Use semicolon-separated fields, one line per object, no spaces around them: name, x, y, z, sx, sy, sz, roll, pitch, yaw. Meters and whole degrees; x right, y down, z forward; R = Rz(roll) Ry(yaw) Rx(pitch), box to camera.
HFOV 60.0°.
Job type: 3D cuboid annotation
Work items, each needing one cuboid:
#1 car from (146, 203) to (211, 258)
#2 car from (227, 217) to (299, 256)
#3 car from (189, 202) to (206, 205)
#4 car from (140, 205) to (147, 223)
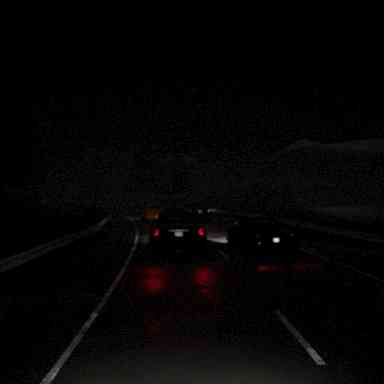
car;-0.685;1.502;13.609;2.097;1.767;4.553;0;-1;-6
car;2.800;1.719;13.952;1.994;1.385;4.181;0;-1;-7
car;0.154;1.674;29.352;2.097;1.767;4.553;0;-1;-14
car;-3.462;1.801;29.400;1.882;1.535;5.008;0;0;-14
